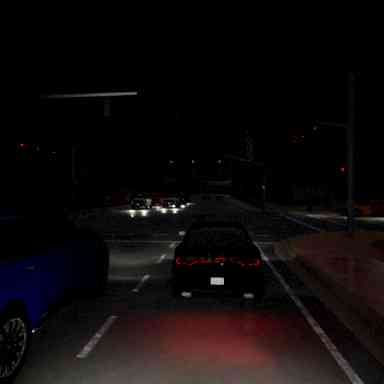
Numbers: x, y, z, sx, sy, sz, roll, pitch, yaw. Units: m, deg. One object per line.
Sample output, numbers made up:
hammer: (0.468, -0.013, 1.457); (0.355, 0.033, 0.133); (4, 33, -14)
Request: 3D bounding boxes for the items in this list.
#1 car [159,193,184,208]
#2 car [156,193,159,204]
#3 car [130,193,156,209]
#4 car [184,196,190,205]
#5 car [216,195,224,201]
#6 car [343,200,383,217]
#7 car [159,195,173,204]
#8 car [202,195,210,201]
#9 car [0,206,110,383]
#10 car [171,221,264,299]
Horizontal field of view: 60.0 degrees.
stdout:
car: (-2.940, 1.221, 48.879); (2.150, 2.045, 5.566); (0, 0, 4)
car: (-5.900, 1.221, 55.576); (2.150, 2.045, 5.566); (0, 0, 5)
car: (-6.767, 1.221, 45.265); (2.150, 2.045, 5.566); (0, 0, 3)
car: (-2.139, 1.352, 58.536); (2.097, 1.767, 4.553); (0, 0, 5)
car: (7.078, 1.553, 84.746); (1.994, 1.385, 4.181); (0, 0, 5)
car: (16.717, 1.478, 30.924); (5.008, 1.535, 1.882); (0, 0, 5)
car: (-5.036, 1.478, 65.621); (1.882, 1.535, 5.008); (0, 0, 5)
car: (3.561, 1.524, 84.681); (1.812, 1.442, 4.674); (0, 0, 5)
car: (-3.081, 1.221, 5.436); (2.150, 2.045, 5.566); (0, 0, 3)
car: (0.636, 1.478, 8.550); (1.882, 1.535, 5.008); (0, 0, 4)
